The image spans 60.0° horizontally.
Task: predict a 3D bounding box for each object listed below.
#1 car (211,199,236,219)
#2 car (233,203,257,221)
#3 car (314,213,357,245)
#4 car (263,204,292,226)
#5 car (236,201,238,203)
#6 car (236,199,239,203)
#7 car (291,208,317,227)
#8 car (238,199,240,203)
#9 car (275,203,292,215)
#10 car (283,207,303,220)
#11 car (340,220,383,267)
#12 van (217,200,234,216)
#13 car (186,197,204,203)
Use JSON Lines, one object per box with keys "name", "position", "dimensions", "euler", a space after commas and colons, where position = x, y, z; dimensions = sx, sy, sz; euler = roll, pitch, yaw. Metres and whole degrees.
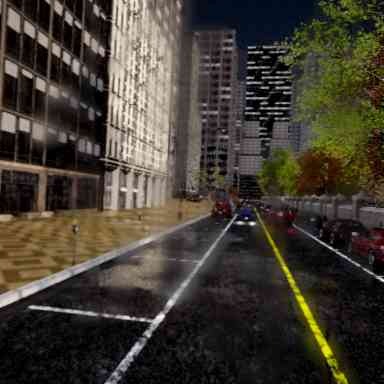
{"name": "car", "position": [3.298, 1.831, 36.209], "dimensions": [2.192, 1.841, 5.009], "euler": [3, -1, 10]}
{"name": "car", "position": [5.606, 2.150, 34.004], "dimensions": [2.033, 1.411, 5.357], "euler": [3, -1, 10]}
{"name": "car", "position": [8.345, 2.140, 18.336], "dimensions": [1.947, 1.339, 4.313], "euler": [3, -1, 10]}
{"name": "car", "position": [7.917, 2.026, 30.391], "dimensions": [2.097, 1.767, 4.553], "euler": [3, -1, 10]}
{"name": "car", "position": [5.166, 2.291, 47.126], "dimensions": [1.802, 1.307, 4.206], "euler": [3, -1, 10]}
{"name": "car", "position": [6.080, 2.328, 52.418], "dimensions": [1.752, 1.417, 4.829], "euler": [3, -1, 10]}
{"name": "car", "position": [10.228, 2.337, 29.273], "dimensions": [1.947, 1.339, 4.313], "euler": [3, -1, 10]}
{"name": "car", "position": [9.081, 2.416, 68.942], "dimensions": [2.192, 1.841, 5.009], "euler": [3, -1, 10]}
{"name": "car", "position": [14.000, 2.599, 51.148], "dimensions": [1.967, 1.590, 4.097], "euler": [3, -1, 10]}
{"name": "car", "position": [12.111, 2.548, 40.210], "dimensions": [1.802, 1.307, 4.206], "euler": [3, -1, 10]}
{"name": "car", "position": [7.403, 2.057, 12.867], "dimensions": [1.802, 1.307, 4.206], "euler": [3, -1, 10]}
{"name": "van", "position": [4.237, 1.954, 41.669], "dimensions": [1.690, 1.788, 3.998], "euler": [3, -1, 10]}
{"name": "car", "position": [0.448, 2.307, 92.093], "dimensions": [4.206, 1.307, 1.802], "euler": [3, -1, 11]}
